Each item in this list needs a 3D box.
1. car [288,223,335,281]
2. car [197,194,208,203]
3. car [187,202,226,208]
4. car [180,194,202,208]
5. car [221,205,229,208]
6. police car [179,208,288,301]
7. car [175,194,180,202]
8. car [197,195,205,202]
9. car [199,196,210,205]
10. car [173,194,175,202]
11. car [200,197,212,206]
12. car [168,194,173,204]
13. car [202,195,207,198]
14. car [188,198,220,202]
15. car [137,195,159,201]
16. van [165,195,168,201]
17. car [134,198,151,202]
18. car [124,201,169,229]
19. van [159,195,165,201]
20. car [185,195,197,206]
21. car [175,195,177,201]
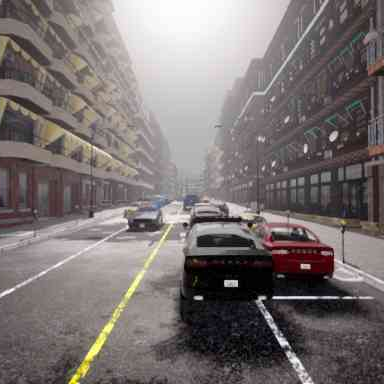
[{"bbox_3d":[2.568,1.552,9.749,1.887,1.381,4.507,1,0,0],"label":"car"},{"bbox_3d":[2.417,1.499,76.119,2.192,1.841,5.009,1,0,0],"label":"car"},{"bbox_3d":[0.792,1.523,18.416,1.837,1.490,4.892,0,0,0],"label":"car"},{"bbox_3d":[-0.078,1.295,45.238,2.150,2.045,5.566,0,0,0],"label":"car"},{"bbox_3d":[2.558,1.539,15.451,1.752,1.417,4.829,1,0,0],"label":"car"},{"bbox_3d":[0.699,1.431,8.522,1.930,1.638,5.238,0,0,0],"label":"police car"},{"bbox_3d":[-2.903,1.728,84.726,1.837,1.490,4.892,0,0,0],"label":"car"},{"bbox_3d":[2.394,1.676,87.182,1.967,1.590,4.097,1,0,0],"label":"car"},{"bbox_3d":[2.476,1.580,65.057,1.967,1.590,4.097,1,0,0],"label":"car"},{"bbox_3d":[-5.418,1.477,70.633,2.192,1.841,5.009,1,0,0],"label":"car"},{"bbox_3d":[2.477,1.664,59.525,1.887,1.381,4.507,1,0,0],"label":"car"},{"bbox_3d":[-5.408,1.455,65.103,2.192,1.841,5.009,1,0,0],"label":"car"},{"bbox_3d":[2.487,1.645,53.995,1.887,1.381,4.507,1,0,0],"label":"car"},{"bbox_3d":[0.781,1.484,24.609,1.801,1.575,5.366,0,0,0],"label":"car"},{"bbox_3d":[-5.357,1.370,37.452,2.192,1.841,5.009,2,0,0],"label":"car"},{"bbox_3d":[-5.389,1.442,54.043,1.690,1.788,3.998,1,0,0],"label":"van"},{"bbox_3d":[-5.352,1.568,31.750,1.752,1.417,4.829,2,0,0],"label":"car"},{"bbox_3d":[-2.888,1.571,21.905,2.033,1.411,5.357,0,0,0],"label":"car"},{"bbox_3d":[-5.378,1.424,48.511,1.690,1.788,3.998,2,0,0],"label":"van"},{"bbox_3d":[-0.108,1.473,59.930,2.097,1.767,4.553,0,0,0],"label":"car"},{"bbox_3d":[-5.445,1.775,81.695,1.947,1.339,4.313,1,0,0],"label":"car"}]
